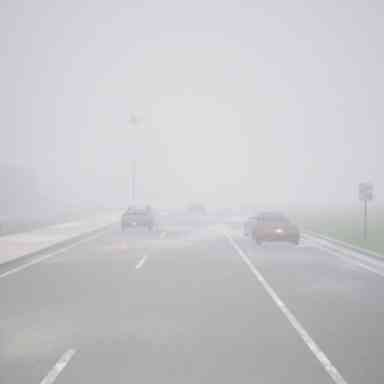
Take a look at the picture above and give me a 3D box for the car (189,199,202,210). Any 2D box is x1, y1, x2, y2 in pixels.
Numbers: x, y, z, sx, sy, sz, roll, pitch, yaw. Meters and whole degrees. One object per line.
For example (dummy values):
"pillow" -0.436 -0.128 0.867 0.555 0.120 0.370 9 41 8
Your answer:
"car" 0.474 1.750 47.615 1.812 1.442 4.674 0 0 1

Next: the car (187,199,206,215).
"car" 0.457 1.698 36.517 1.812 1.442 4.674 0 0 0

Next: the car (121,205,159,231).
"car" -3.198 1.587 21.083 2.128 1.511 4.902 0 0 1

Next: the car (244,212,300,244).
"car" 3.755 1.645 16.213 1.994 1.385 4.181 0 0 1
